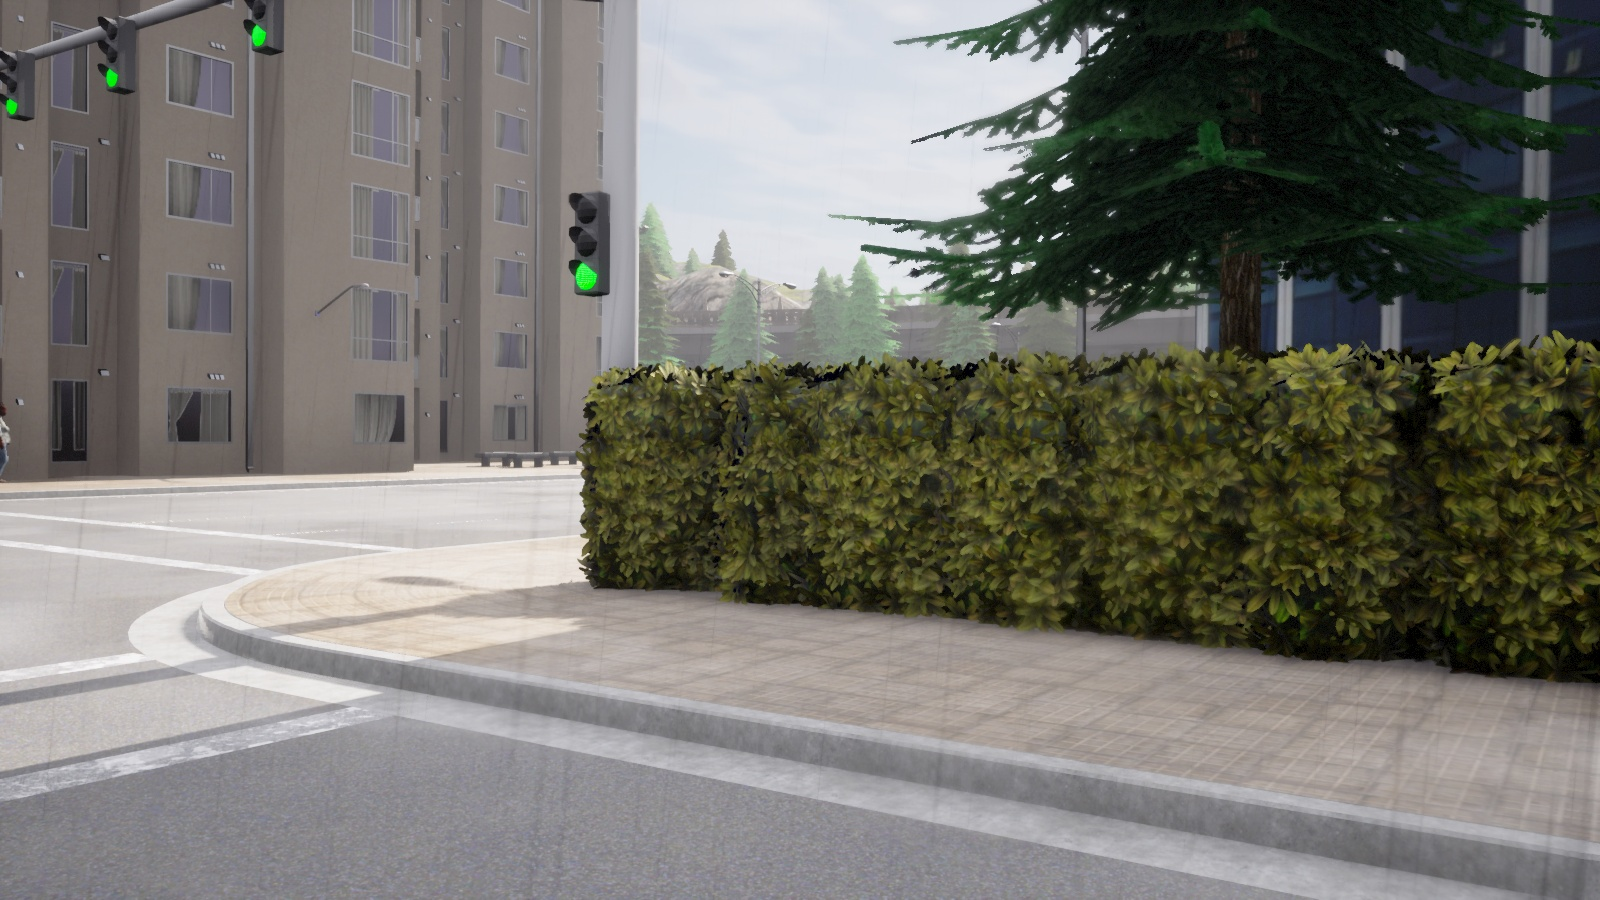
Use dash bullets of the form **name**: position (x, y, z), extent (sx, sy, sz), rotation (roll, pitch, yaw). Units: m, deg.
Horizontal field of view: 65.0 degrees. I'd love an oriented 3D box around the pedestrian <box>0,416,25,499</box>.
- **pedestrian**: position (-18.147, 0.168, 28.321), extent (0.874, 1.855, 0.900), rotation (0, 1, 40)
